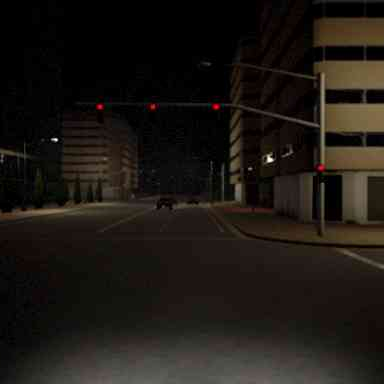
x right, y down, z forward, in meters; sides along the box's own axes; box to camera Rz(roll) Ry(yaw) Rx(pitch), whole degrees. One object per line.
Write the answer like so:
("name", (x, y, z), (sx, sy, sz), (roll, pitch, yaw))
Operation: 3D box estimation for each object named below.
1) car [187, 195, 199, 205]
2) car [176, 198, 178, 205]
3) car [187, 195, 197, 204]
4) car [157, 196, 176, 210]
("car", (0.060, 1.469, 55.472), (1.812, 1.442, 4.674), (0, 0, 0))
("car", (-3.422, 1.421, 55.429), (1.882, 1.535, 5.008), (0, 0, 0))
("car", (-0.026, 1.439, 64.526), (1.837, 1.490, 4.892), (0, 0, 0))
("car", (-3.417, 1.460, 42.515), (1.837, 1.490, 4.892), (0, 0, 0))
